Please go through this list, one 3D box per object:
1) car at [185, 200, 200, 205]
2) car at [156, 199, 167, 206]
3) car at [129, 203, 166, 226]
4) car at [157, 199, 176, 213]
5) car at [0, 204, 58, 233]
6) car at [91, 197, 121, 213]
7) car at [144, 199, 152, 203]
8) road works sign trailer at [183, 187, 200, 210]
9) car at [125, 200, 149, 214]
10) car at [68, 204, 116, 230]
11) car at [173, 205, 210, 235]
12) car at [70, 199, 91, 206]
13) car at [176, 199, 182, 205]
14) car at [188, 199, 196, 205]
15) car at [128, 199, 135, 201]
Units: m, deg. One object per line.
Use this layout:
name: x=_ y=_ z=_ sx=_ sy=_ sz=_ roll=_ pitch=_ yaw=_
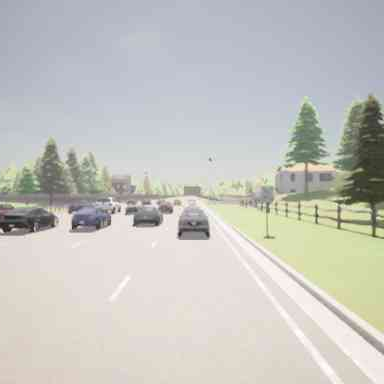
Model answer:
car: x=0.086 y=1.992 z=43.392 sx=1.812 sy=1.442 sz=4.674 roll=0 pitch=-1 yaw=0
car: x=-6.998 y=2.386 z=76.545 sx=1.994 sy=1.385 sz=4.181 roll=0 pitch=-1 yaw=0
car: x=-3.398 y=1.853 z=26.347 sx=1.994 sy=1.385 sz=4.181 roll=0 pitch=-1 yaw=0
car: x=-3.412 y=2.001 z=43.458 sx=1.812 sy=1.442 sz=4.674 roll=0 pitch=-1 yaw=0
car: x=-10.399 y=1.742 z=21.618 sx=1.837 sy=1.490 sz=4.892 roll=0 pitch=-1 yaw=0
car: x=-10.397 y=1.677 z=41.640 sx=2.150 sy=2.045 sz=5.566 roll=0 pitch=-1 yaw=0
car: x=-10.498 y=2.391 z=76.928 sx=1.994 sy=1.385 sz=4.181 roll=0 pitch=-1 yaw=0
road works sign trailer: x=-0.001 y=0.943 z=47.075 sx=2.380 sy=3.560 sz=2.880 roll=0 pitch=1 yaw=0
car: x=-6.899 y=2.049 z=40.926 sx=1.895 sy=1.301 sz=4.718 roll=0 pitch=-1 yaw=0
car: x=-6.913 y=1.779 z=23.136 sx=1.812 sy=1.442 sz=4.674 roll=0 pitch=-1 yaw=0
car: x=0.100 y=1.769 z=20.215 sx=2.033 sy=1.411 sz=5.357 roll=0 pitch=-1 yaw=0
car: x=-13.898 y=1.813 z=42.128 sx=2.097 sy=1.767 sz=4.553 roll=0 pitch=-1 yaw=0
car: x=-3.498 y=2.336 z=78.629 sx=1.882 sy=1.535 sz=5.008 roll=0 pitch=-1 yaw=0
car: x=0.002 y=2.416 z=79.045 sx=1.994 sy=1.385 sz=4.181 roll=0 pitch=-1 yaw=0
car: x=-13.998 y=2.374 z=77.795 sx=1.812 sy=1.442 sz=4.674 roll=0 pitch=-1 yaw=0
